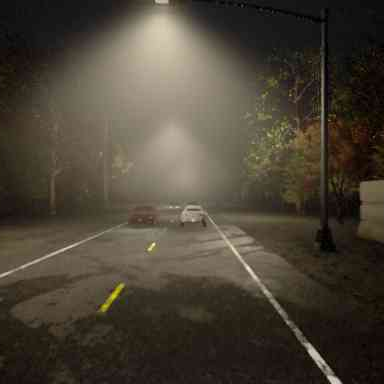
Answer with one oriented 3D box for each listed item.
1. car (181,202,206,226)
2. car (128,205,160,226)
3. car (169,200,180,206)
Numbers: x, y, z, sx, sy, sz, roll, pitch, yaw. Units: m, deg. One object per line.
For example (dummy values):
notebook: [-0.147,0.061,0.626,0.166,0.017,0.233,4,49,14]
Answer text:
car: [0.099,1.800,25.842,1.812,1.442,4.674,0,0,0]
car: [-3.594,1.719,25.556,1.882,1.535,5.008,0,-1,0]
car: [-3.499,2.222,67.002,1.895,1.301,4.718,0,0,0]
